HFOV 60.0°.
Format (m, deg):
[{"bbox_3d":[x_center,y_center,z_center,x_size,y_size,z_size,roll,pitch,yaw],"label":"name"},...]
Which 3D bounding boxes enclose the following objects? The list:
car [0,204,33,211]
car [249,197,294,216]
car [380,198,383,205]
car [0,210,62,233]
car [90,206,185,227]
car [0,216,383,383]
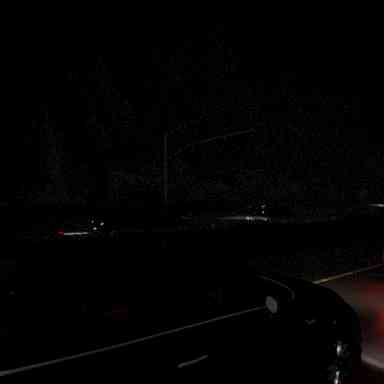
[{"bbox_3d":[-12.561,1.505,20.831,4.892,1.490,1.837,0,0,-36],"label":"car"},{"bbox_3d":[7.387,1.290,30.980,4.553,1.767,2.097,-1,0,-36],"label":"car"},{"bbox_3d":[32.318,1.288,53.459,5.357,1.411,2.033,0,0,-36],"label":"car"},{"bbox_3d":[-7.320,1.548,11.663,5.357,1.411,2.033,0,0,-36],"label":"car"},{"bbox_3d":[-2.968,1.536,19.109,5.357,1.411,2.033,0,0,-36],"label":"car"},{"bbox_3d":[-0.128,1.351,3.654,4.553,1.767,2.097,0,0,-36],"label":"car"}]
